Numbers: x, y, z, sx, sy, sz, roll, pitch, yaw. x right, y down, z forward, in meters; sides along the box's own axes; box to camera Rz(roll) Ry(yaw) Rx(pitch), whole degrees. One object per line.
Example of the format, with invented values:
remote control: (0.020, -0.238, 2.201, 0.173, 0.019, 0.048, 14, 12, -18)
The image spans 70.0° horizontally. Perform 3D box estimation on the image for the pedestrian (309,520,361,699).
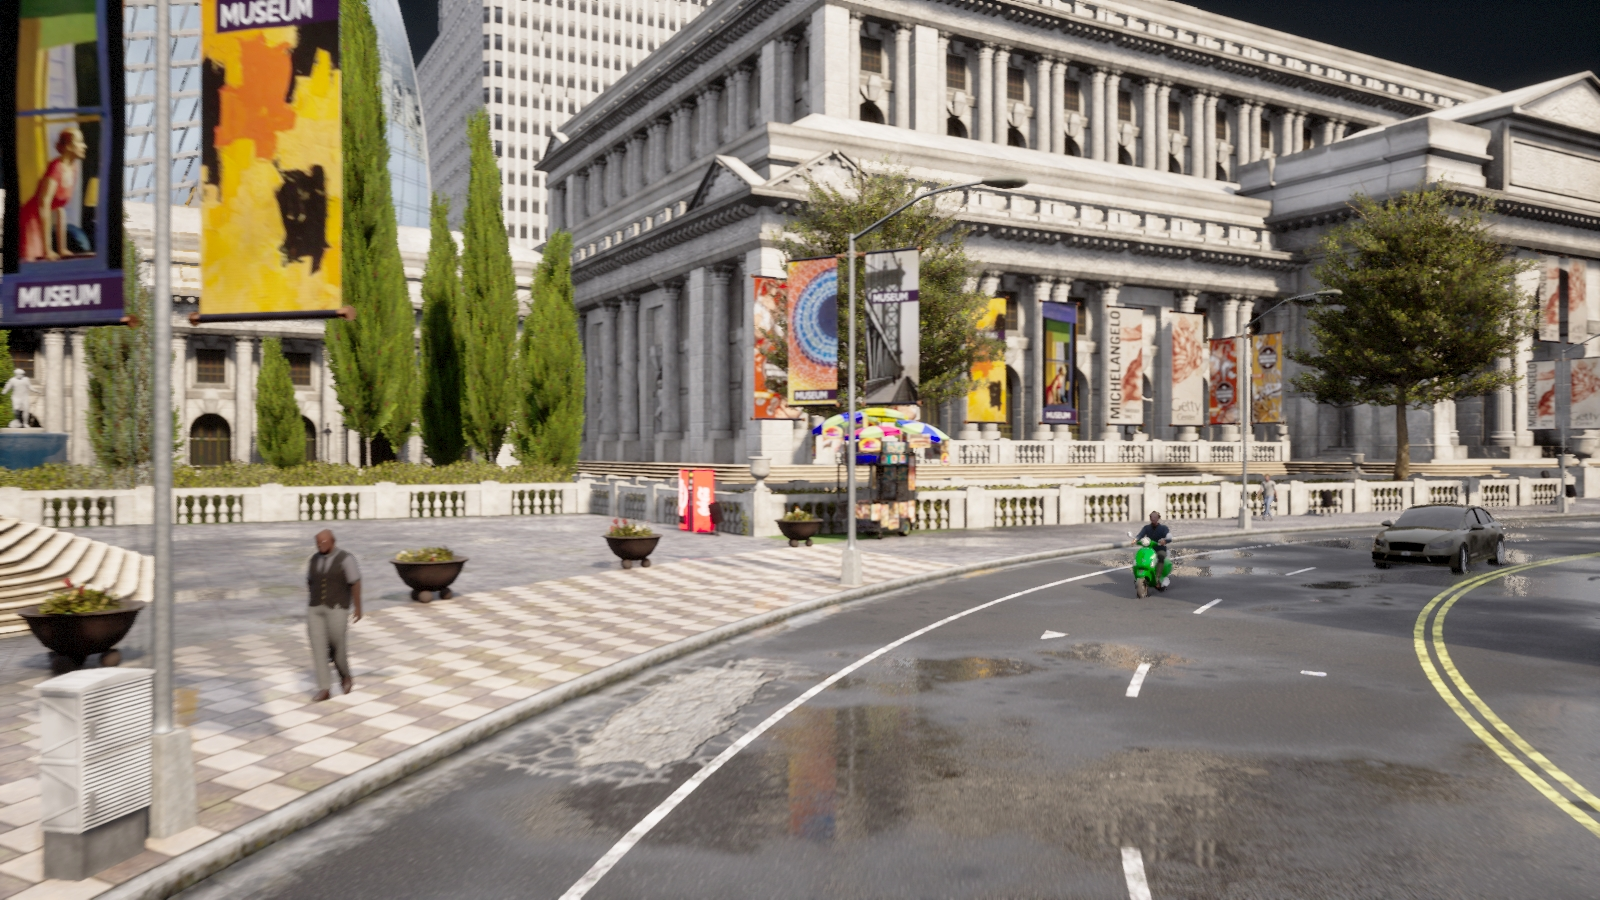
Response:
pedestrian: (-4.989, 1.694, 12.264, 0.375, 1.860, 0.375, 0, 0, 7)

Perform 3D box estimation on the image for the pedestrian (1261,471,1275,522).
pedestrian: (17.308, 1.705, 42.258, 0.375, 1.860, 0.375, 0, 0, -44)

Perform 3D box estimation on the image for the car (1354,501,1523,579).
car: (15.325, 2.069, 27.313, 4.892, 1.480, 2.231, 0, 0, -44)

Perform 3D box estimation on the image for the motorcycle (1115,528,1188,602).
motorcycle: (6.807, 2.186, 22.061, 0.856, 1.236, 1.805, 0, 0, 34)
